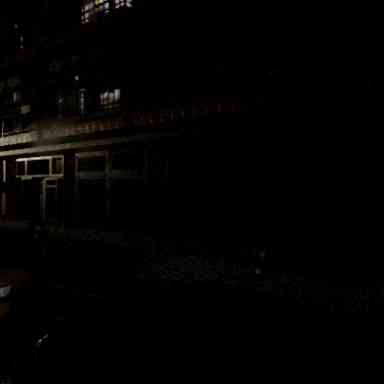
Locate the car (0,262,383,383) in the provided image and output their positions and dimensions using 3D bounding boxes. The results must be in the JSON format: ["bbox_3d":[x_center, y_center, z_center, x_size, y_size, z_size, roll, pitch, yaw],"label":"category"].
[{"bbox_3d":[-0.185,1.553,3.004,4.313,1.339,1.947,1,0,35],"label":"car"}]

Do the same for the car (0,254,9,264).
[{"bbox_3d":[-4.821,1.471,6.307,4.829,1.417,1.752,0,0,35],"label":"car"}]
